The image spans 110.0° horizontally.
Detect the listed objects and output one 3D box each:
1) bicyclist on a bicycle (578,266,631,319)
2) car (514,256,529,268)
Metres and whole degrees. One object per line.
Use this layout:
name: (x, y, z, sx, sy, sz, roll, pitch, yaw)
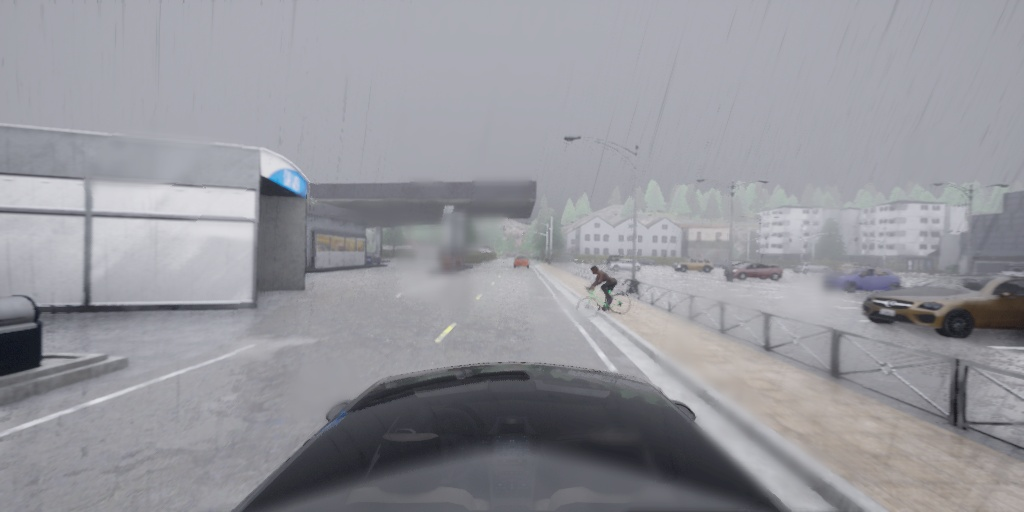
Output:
bicyclist on a bicycle: (2.816, 1.104, 11.160, 1.656, 1.620, 0.582, -8, 0, 2)
car: (1.368, 0.763, 50.636, 2.097, 1.767, 4.553, 1, 0, 2)
